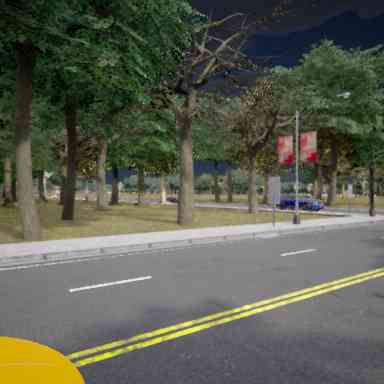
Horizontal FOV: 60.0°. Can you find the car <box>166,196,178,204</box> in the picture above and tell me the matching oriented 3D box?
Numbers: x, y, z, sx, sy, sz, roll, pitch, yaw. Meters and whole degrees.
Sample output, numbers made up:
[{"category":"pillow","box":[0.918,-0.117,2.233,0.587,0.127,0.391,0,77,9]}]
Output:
[{"category":"car","box":[-2.940,1.499,60.648,2.033,1.411,5.357,0,0,-35]}]

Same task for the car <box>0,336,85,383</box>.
[{"category":"car","box":[-2.955,1.479,1.328,5.008,1.535,1.882,1,-1,-36]}]

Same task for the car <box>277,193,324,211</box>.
[{"category":"car","box":[12.534,1.194,38.856,2.150,2.045,5.566,0,0,-35]}]
